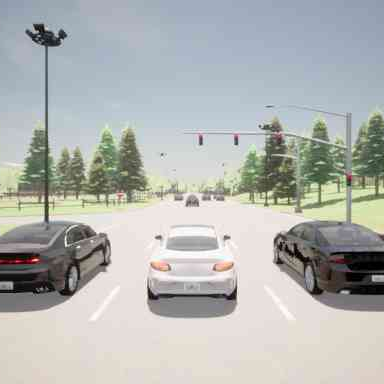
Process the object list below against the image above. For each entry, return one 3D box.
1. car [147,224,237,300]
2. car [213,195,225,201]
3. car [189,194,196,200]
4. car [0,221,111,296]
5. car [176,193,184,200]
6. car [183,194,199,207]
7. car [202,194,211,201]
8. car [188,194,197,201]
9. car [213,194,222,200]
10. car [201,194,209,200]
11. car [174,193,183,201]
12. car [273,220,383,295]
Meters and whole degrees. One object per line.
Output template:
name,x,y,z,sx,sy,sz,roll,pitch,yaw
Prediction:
car,0.016,1.526,8.252,1.812,1.442,4.674,0,0,0
car,7.100,1.516,82.759,2.128,1.511,4.902,0,0,0
car,0.112,1.332,93.188,1.837,1.490,4.892,0,0,0
car,-3.479,1.505,8.646,1.837,1.490,4.892,0,0,0
car,-3.388,1.187,93.162,2.097,1.767,4.553,0,0,0
car,0.063,1.352,52.125,2.097,1.767,4.553,0,0,0
car,3.600,1.347,83.150,2.097,1.767,4.553,0,0,0
car,0.100,1.347,83.154,2.097,1.767,4.553,0,0,0
car,7.112,1.384,93.179,1.994,1.385,4.181,0,0,0
car,3.612,1.372,93.183,2.033,1.411,5.357,0,0,0
car,-3.400,1.543,83.155,1.994,1.385,4.181,0,0,0
car,3.522,1.478,8.743,1.882,1.535,5.008,0,0,0
